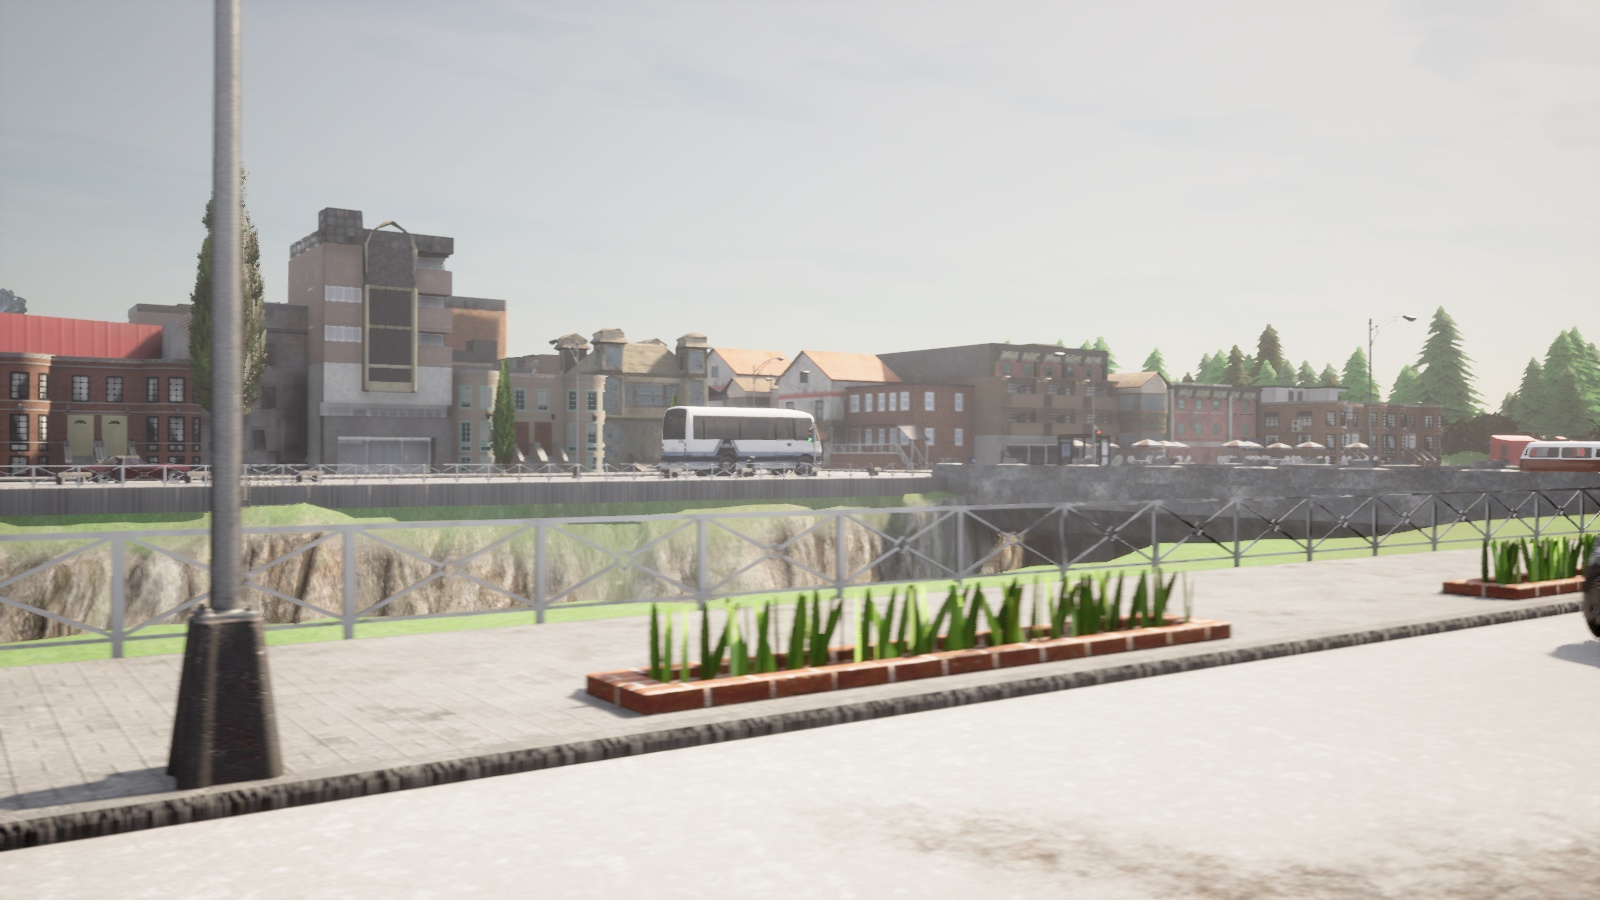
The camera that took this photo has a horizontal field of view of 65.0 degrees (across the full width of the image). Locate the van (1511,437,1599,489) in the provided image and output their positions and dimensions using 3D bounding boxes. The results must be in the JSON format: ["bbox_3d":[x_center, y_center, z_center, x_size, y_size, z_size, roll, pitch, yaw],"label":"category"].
[{"bbox_3d":[31.679,0.526,50.910,2.069,2.038,4.480,0,0,-35],"label":"van"}]

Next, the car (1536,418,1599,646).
[{"bbox_3d":[8.120,0.596,9.919,4.611,1.667,2.242,0,0,-35],"label":"car"}]

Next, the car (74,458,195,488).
[{"bbox_3d":[-30.746,1.053,58.056,4.718,1.301,1.895,0,0,-35],"label":"car"}]

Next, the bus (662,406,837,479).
[{"bbox_3d":[-3.000,-0.436,77.389,10.273,4.253,3.944,0,0,-35],"label":"bus"}]
